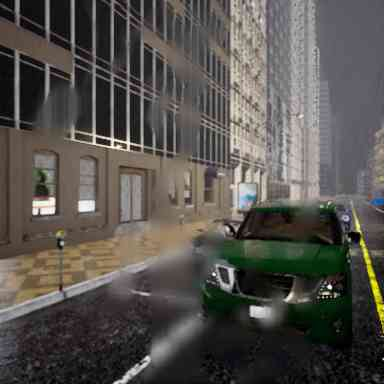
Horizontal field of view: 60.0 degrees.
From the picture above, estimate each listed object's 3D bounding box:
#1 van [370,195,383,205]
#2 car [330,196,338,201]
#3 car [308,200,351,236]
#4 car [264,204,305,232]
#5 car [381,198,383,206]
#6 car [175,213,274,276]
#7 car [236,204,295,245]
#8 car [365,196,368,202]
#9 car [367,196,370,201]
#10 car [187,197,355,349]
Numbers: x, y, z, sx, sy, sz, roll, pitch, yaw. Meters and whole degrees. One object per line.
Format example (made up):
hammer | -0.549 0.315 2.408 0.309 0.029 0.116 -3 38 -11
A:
van | 33.002 1.452 58.853 1.690 1.788 3.998 0 0 25
car | 37.463 1.745 87.973 1.802 1.307 4.206 0 0 25
car | 8.236 1.379 19.643 2.097 1.767 4.553 0 0 25
car | 6.082 1.551 21.397 1.752 1.417 4.829 0 0 25
car | 23.369 1.648 38.415 1.802 1.307 4.206 0 0 25
car | 1.338 1.560 11.331 2.008 1.369 4.403 0 0 25
car | 3.747 1.458 16.442 1.967 1.590 4.097 0 0 25
car | 45.043 1.715 84.400 1.887 1.381 4.507 0 0 25
car | 35.411 1.688 63.962 1.947 1.339 4.313 0 0 25
car | 2.086 1.229 6.846 2.150 2.045 5.566 0 0 25
